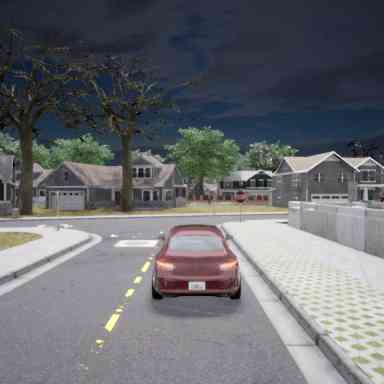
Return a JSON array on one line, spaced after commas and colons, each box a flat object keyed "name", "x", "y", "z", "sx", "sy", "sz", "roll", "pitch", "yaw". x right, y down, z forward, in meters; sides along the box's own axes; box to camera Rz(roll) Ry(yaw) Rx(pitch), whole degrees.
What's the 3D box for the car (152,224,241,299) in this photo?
[{"name": "car", "x": 0.087, "y": 1.527, "z": 8.295, "sx": 1.812, "sy": 1.442, "sz": 4.674, "roll": 0, "pitch": 0, "yaw": 0}]
